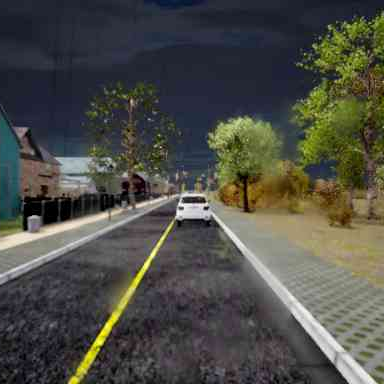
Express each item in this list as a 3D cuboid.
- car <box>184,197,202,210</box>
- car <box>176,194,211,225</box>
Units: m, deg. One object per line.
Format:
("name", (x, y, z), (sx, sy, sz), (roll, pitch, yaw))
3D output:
("car", (0.107, 1.382, 41.513), (2.033, 1.411, 5.357), (0, 0, 0))
("car", (0.103, 1.131, 22.984), (2.150, 2.045, 5.566), (0, 1, 0))
